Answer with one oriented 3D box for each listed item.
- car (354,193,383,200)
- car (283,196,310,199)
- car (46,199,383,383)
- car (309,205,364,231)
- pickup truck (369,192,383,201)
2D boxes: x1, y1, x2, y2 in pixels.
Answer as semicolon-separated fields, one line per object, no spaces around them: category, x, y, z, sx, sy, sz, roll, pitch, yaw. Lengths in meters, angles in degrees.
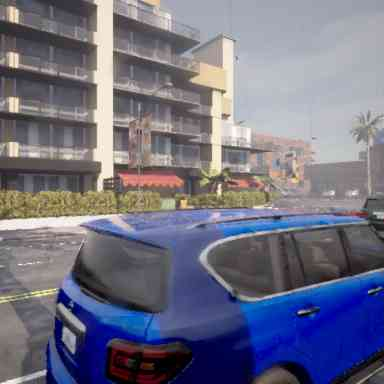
car;10.433;1.218;17.183;2.150;2.045;5.566;0;0;42
car;6.224;1.340;23.213;2.097;1.767;4.553;0;0;42
car;1.180;1.222;4.209;5.566;2.045;2.150;0;0;-37
car;9.408;1.592;21.498;1.895;1.301;4.718;0;0;41
pickup truck;46.182;1.062;81.496;6.274;2.098;2.390;0;0;-36
